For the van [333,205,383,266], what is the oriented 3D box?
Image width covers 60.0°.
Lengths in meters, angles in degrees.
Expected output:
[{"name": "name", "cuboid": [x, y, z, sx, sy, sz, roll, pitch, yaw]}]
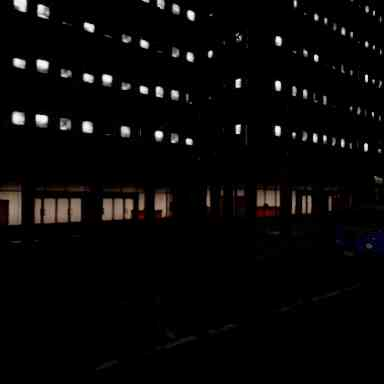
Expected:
[{"name": "van", "cuboid": [6.377, 1.321, 11.101, 3.998, 1.788, 1.690, 0, 1, -36]}]
